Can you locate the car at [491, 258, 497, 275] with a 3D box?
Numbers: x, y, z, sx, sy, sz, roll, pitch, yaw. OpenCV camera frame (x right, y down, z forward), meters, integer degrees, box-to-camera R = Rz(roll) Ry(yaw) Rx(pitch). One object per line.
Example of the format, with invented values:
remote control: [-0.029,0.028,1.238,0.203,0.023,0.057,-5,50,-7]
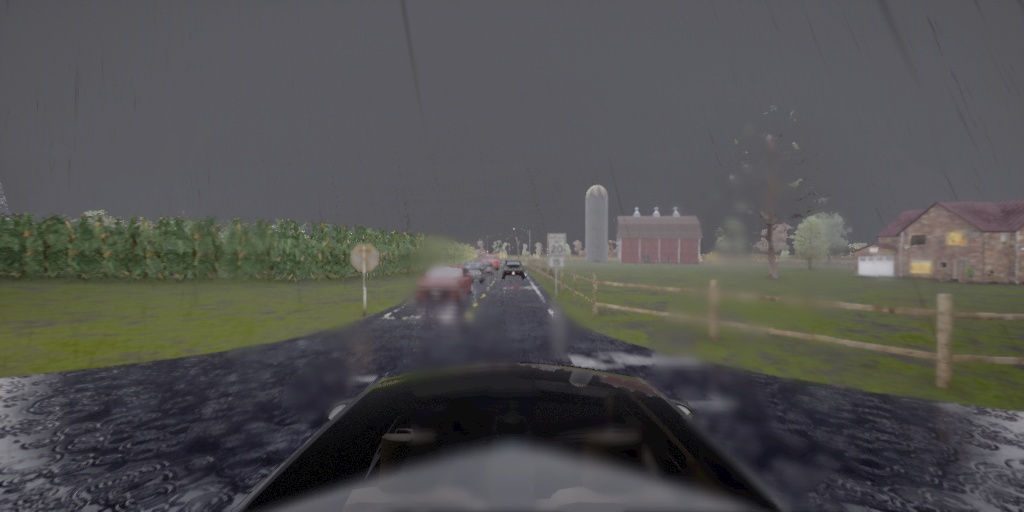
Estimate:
car: [-2.818,1.175,35.849,1.994,1.385,4.181,0,0,0]

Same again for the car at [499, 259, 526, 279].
car: [0.114,1.132,31.252,1.837,1.490,4.892,0,0,0]

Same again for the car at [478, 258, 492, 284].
car: [-2.833,1.140,25.802,2.128,1.511,4.902,0,0,0]

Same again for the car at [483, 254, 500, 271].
car: [-2.777,0.795,46.565,2.150,2.045,5.566,0,0,0]

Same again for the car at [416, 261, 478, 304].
car: [-2.861,1.165,16.206,1.882,1.535,5.008,0,0,1]
